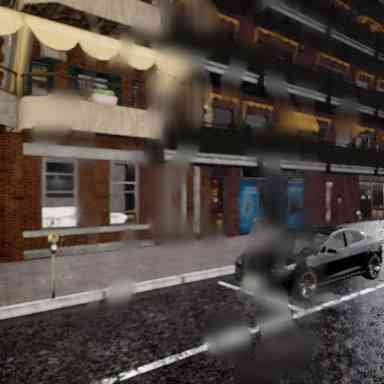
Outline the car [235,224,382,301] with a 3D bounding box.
[{"bbox_3d":[3.035,1.525,8.255,4.313,1.339,1.947,0,1,-35],"label":"car"}]
